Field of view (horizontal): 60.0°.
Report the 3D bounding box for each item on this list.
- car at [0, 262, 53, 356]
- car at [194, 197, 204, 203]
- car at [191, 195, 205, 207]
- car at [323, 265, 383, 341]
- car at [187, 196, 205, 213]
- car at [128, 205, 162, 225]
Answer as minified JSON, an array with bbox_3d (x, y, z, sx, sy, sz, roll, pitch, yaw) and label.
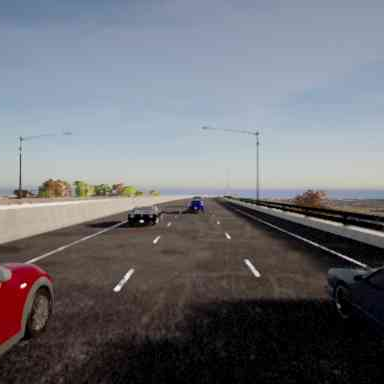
[{"bbox_3d":[-3.386,1.351,3.767,2.097,1.767,4.553,0,0,0],"label":"car"},{"bbox_3d":[1.581,1.734,73.463,1.895,1.301,4.718,0,0,3],"label":"car"},{"bbox_3d":[0.962,1.423,53.892,2.097,1.767,4.553,0,0,2],"label":"car"},{"bbox_3d":[3.505,1.548,4.145,2.033,1.411,5.357,0,0,0],"label":"car"},{"bbox_3d":[0.441,1.561,38.094,1.812,1.442,4.674,0,0,1],"label":"car"},{"bbox_3d":[-3.225,1.612,23.790,1.895,1.301,4.718,0,0,1],"label":"car"}]
